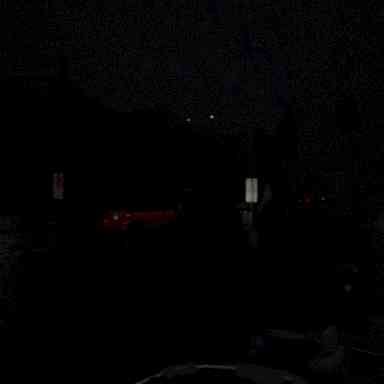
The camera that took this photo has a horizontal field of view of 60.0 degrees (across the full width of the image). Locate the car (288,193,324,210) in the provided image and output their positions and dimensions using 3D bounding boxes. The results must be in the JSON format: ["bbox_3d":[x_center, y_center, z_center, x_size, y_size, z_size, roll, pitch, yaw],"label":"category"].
[{"bbox_3d":[14.766,1.148,42.694,2.150,2.045,5.566,2,1,36],"label":"car"}]

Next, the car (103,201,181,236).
[{"bbox_3d":[-2.606,1.281,18.432,2.097,1.767,4.553,2,1,36],"label":"car"}]

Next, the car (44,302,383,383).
[{"bbox_3d":[0.680,1.550,2.306,4.403,1.369,2.008,0,1,36],"label":"car"}]

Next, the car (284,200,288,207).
[{"bbox_3d":[14.976,1.429,47.820,2.033,1.411,5.357,2,1,36],"label":"car"}]

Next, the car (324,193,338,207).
[{"bbox_3d":[20.790,1.186,51.206,2.150,2.045,5.566,2,1,36],"label":"car"}]
